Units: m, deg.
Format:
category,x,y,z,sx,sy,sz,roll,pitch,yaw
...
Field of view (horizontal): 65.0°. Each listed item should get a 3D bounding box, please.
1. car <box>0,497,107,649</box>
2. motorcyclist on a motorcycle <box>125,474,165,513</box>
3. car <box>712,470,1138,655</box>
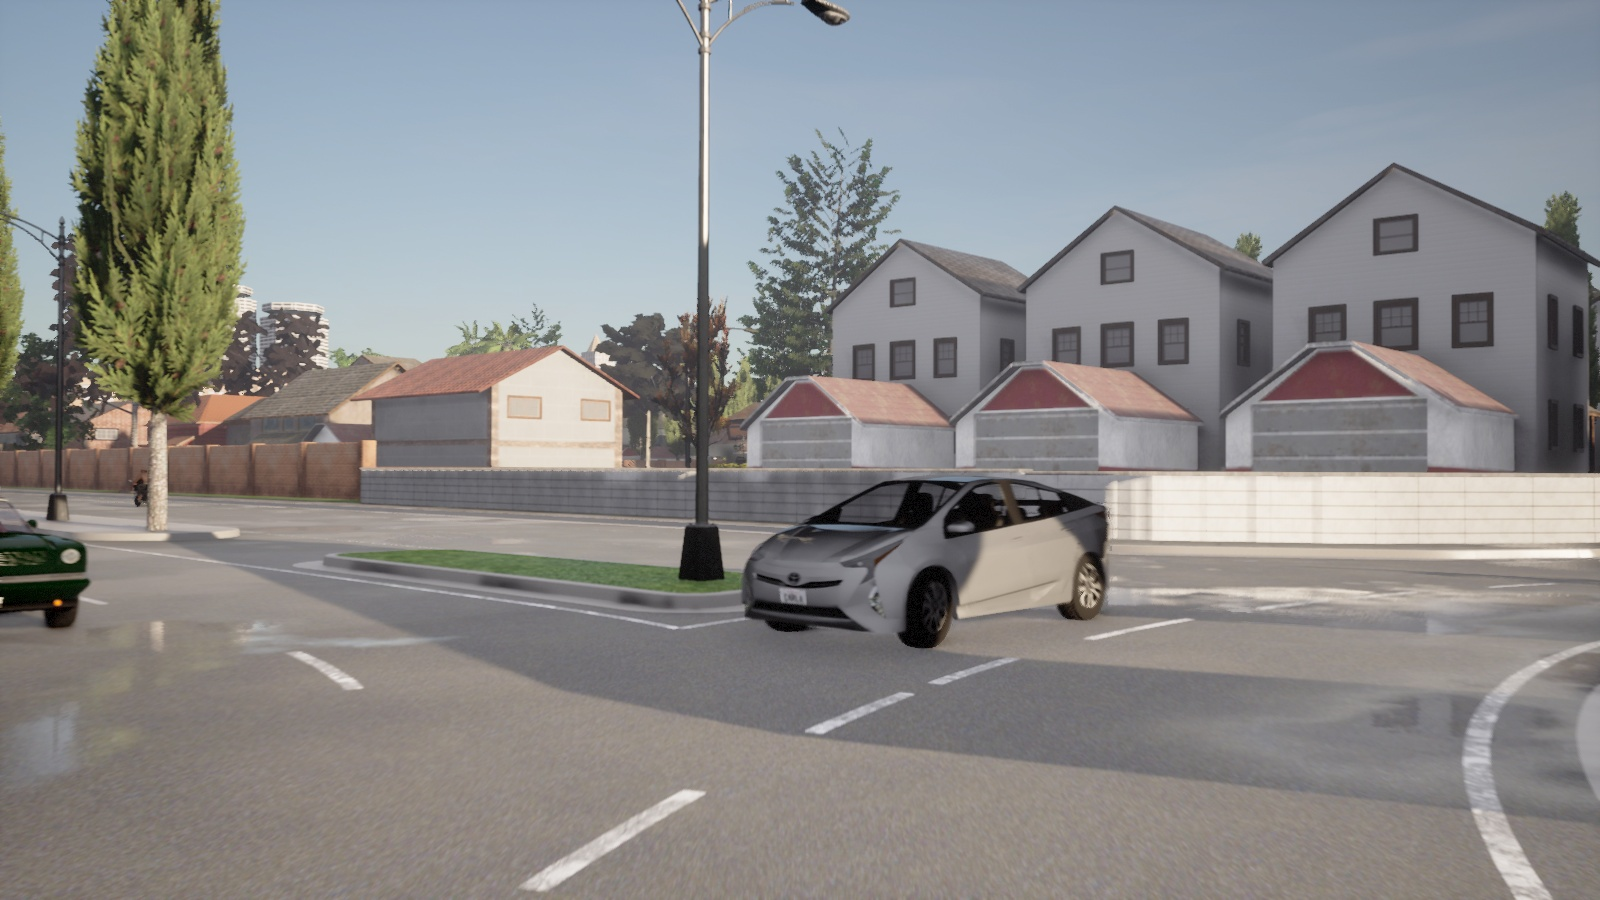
category,x,y,z,sx,sy,sz,roll,pitch,yaw
car,-8.905,1.161,12.856,4.718,1.301,1.895,-1,-1,44
motorcyclist on a motorcycle,-25.943,1.719,49.728,2.044,1.523,0.797,-1,-1,43
car,1.436,0.969,12.740,2.007,1.525,4.514,-1,-1,42
